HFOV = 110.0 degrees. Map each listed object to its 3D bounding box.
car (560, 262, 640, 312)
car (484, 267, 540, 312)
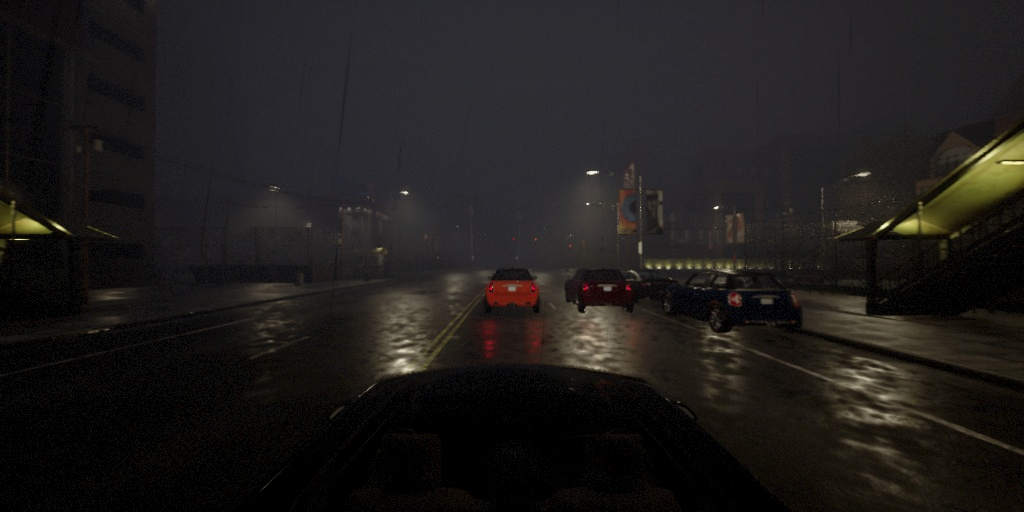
[{"bbox_3d":[3.522,1.253,15.254,2.097,1.767,4.553,0,-1,0],"label":"car"},{"bbox_3d":[0.022,1.253,15.253,2.097,1.767,4.553,0,-1,1],"label":"car"}]
